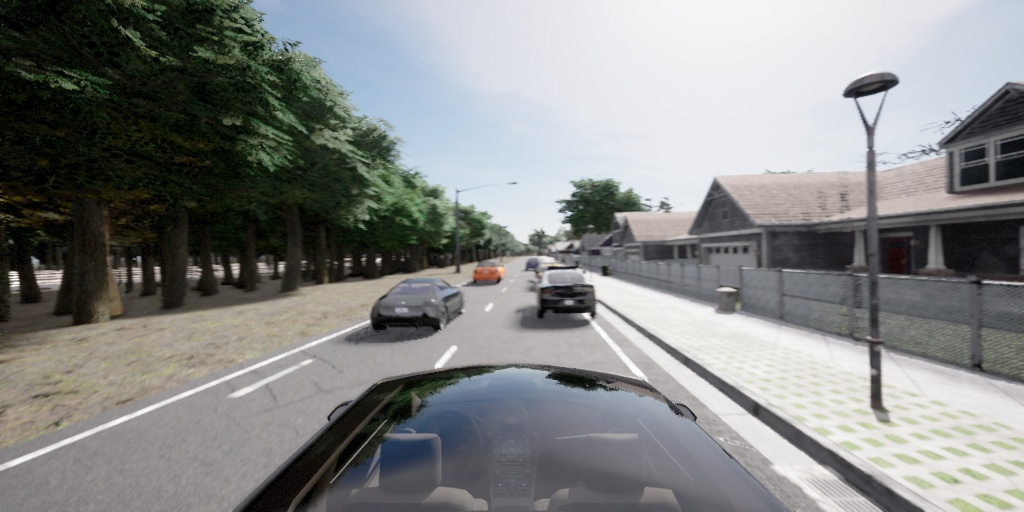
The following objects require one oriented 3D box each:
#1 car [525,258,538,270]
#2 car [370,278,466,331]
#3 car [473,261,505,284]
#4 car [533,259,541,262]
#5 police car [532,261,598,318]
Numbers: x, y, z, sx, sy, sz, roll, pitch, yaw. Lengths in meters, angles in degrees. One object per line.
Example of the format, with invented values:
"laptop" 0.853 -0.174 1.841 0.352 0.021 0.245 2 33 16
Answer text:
"car" 2.904 0.985 48.672 2.097 1.767 4.553 -1 0 4
"car" -2.743 1.376 11.294 1.994 1.385 4.181 -1 0 3
"car" -1.749 1.144 28.119 2.097 1.767 4.553 -1 0 3
"car" 2.417 1.177 23.149 1.801 1.575 5.366 -1 0 3
"police car" 1.820 1.157 13.088 1.930 1.638 5.238 -1 0 3
